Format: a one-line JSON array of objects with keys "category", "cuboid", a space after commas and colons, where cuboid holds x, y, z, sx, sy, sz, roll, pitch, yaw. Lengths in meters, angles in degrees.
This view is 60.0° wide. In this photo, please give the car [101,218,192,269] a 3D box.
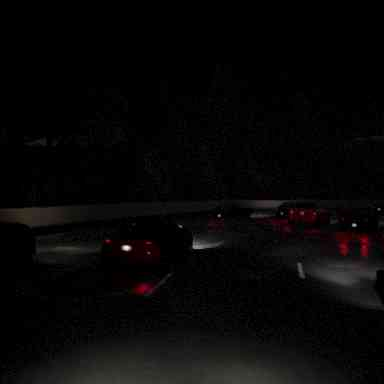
[{"category": "car", "cuboid": [-1.356, 1.584, 11.467, 1.994, 1.385, 4.181, 0, 0, 15]}]

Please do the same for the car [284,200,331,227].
[{"category": "car", "cuboid": [8.695, 1.480, 24.339, 2.097, 1.767, 4.553, 0, 0, 34]}]

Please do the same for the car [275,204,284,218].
[{"category": "car", "cuboid": [9.403, 1.677, 30.824, 1.812, 1.442, 4.674, 0, 0, 42]}]

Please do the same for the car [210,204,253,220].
[{"category": "car", "cuboid": [3.642, 1.706, 29.785, 1.895, 1.301, 4.718, 0, 0, 37]}]

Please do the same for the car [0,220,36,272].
[{"category": "car", "cuboid": [-6.122, 1.197, 7.736, 2.150, 2.045, 5.566, 0, 0, 10]}]

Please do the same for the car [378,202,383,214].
[{"category": "car", "cuboid": [21.481, 1.818, 36.235, 4.181, 1.385, 1.994, 1, 0, -33]}]

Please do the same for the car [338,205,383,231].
[{"category": "car", "cuboid": [11.170, 1.742, 22.105, 1.895, 1.301, 4.718, 0, 0, 35]}]

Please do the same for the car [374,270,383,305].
[{"category": "car", "cuboid": [4.038, 1.642, 3.987, 1.895, 1.301, 4.718, 0, 0, 7]}]
